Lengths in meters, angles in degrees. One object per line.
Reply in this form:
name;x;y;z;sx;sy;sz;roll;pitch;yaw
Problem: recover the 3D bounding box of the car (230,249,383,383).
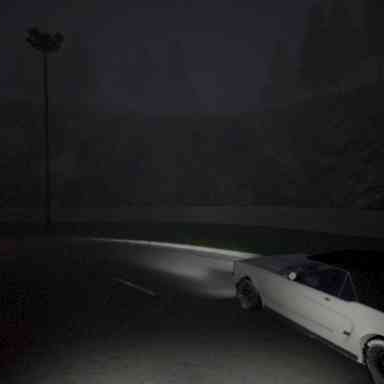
car;2.417;1.562;5.151;1.895;1.301;4.718;-1;0;-21
